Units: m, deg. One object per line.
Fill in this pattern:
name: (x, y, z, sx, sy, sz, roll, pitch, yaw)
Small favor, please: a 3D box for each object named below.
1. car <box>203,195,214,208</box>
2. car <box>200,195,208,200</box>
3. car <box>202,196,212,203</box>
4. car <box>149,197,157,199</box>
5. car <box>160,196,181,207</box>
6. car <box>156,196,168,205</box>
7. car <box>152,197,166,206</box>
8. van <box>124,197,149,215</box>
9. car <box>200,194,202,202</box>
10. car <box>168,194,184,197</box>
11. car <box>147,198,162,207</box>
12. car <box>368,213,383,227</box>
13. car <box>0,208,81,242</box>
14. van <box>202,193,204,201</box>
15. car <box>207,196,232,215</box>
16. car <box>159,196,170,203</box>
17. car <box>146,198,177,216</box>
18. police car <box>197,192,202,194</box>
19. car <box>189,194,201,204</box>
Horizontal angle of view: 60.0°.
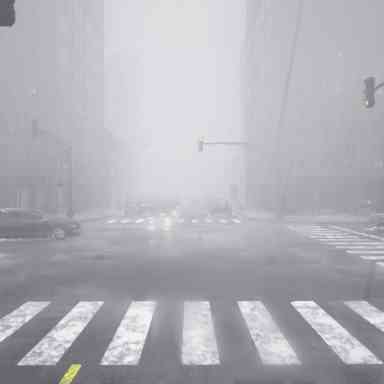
car: (2.899, 1.442, 44.686, 1.967, 1.590, 4.097, 0, 0, 0)
car: (3.138, 1.555, 90.040, 1.947, 1.339, 4.313, 0, 0, 0)
car: (3.019, 1.550, 67.363, 2.008, 1.369, 4.403, 0, 0, 0)
car: (-5.657, 1.442, 39.059, 1.967, 1.590, 4.097, 0, 0, 0)
car: (-2.875, 1.603, 43.147, 1.895, 1.301, 4.718, 0, 0, 1)
car: (-5.538, 1.526, 61.561, 1.752, 1.417, 4.829, 0, 0, 0)
car: (-5.567, 1.567, 56.063, 1.947, 1.339, 4.313, 0, 0, 0)
van: (-5.687, 1.342, 33.390, 1.690, 1.788, 3.998, 0, 0, 0)
car: (2.989, 1.525, 61.863, 1.752, 1.417, 4.829, 0, 0, 0)
car: (-2.811, 1.549, 53.837, 2.033, 1.411, 5.357, 0, 0, 1)
car: (-5.597, 1.584, 50.395, 1.802, 1.307, 4.206, 0, 0, 0)
car: (13.642, 1.614, 20.676, 4.718, 1.301, 1.895, 0, 0, 0)
car: (-7.680, 1.497, 15.300, 4.892, 1.490, 1.837, 0, 1, -18)
van: (2.958, 1.342, 56.024, 1.690, 1.788, 3.998, 0, 0, 0)
car: (2.839, 1.441, 33.348, 1.967, 1.590, 4.097, 0, 0, 0)
car: (-5.507, 1.565, 67.400, 1.947, 1.339, 4.313, 0, 0, 0)
car: (-2.929, 1.602, 33.164, 1.895, 1.301, 4.718, 0, 0, 3)
police car: (2.781, 1.419, 79.454, 1.930, 1.638, 5.238, 0, 0, 0)
car: (0.439, 1.547, 63.294, 2.033, 1.411, 5.357, 0, 0, 0)
